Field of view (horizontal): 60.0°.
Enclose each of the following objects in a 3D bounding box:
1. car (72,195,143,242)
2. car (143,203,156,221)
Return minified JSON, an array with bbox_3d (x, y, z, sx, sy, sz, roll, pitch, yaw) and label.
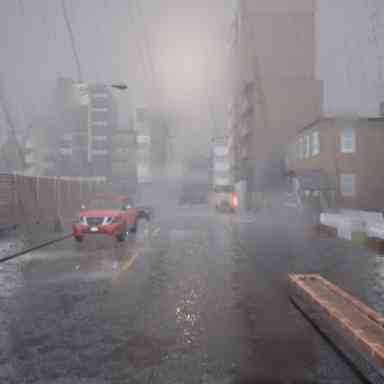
[{"bbox_3d":[-4.102,1.201,16.722,2.150,2.045,5.566,0,0,0],"label":"car"},{"bbox_3d":[-4.087,1.568,26.922,1.895,1.301,4.718,0,0,0],"label":"car"}]
